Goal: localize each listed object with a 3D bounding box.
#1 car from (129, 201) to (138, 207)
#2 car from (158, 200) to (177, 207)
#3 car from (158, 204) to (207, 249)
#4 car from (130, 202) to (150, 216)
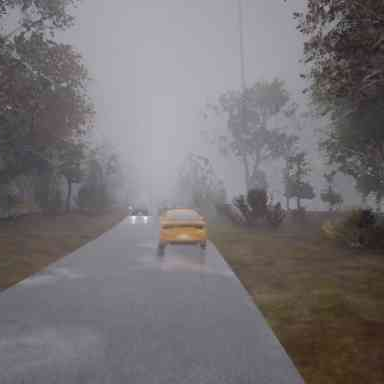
[{"bbox_3d":[-13.389,2.728,76.204,1.895,1.301,4.718,1,-2,-12],"label":"car"},{"bbox_3d":[-2.552,1.614,35.396,2.097,1.767,4.553,0,-1,-8],"label":"car"},{"bbox_3d":[-0.464,1.519,14.924,1.882,1.535,5.008,0,0,-4],"label":"car"},{"bbox_3d":[-5.628,1.805,36.312,2.033,1.411,5.357,1,-1,-8],"label":"car"}]
